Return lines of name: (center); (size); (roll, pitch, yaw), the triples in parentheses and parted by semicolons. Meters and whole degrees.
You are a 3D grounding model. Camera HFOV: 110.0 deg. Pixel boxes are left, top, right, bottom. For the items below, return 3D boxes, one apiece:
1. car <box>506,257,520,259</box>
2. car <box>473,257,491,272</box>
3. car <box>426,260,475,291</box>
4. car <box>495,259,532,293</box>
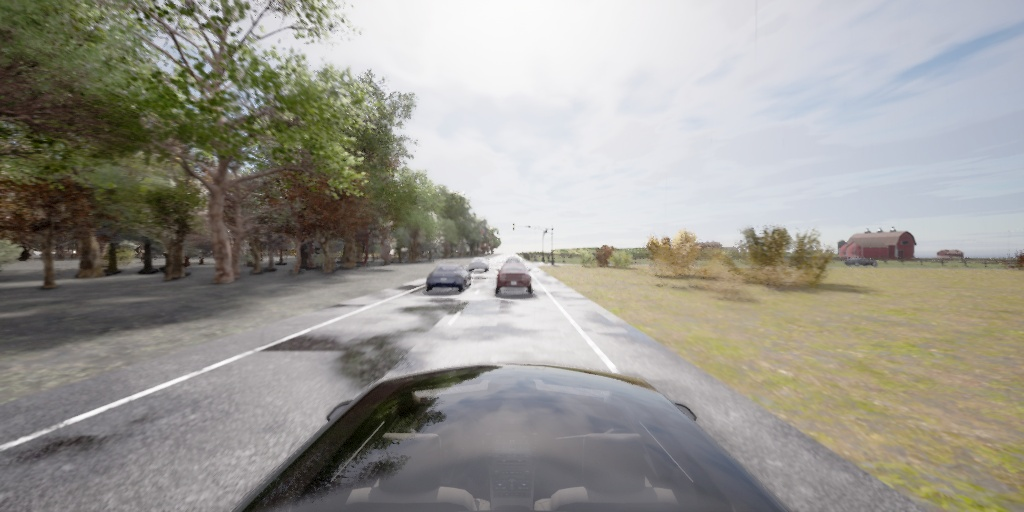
car: (0.100, 0.855, 36.498); (1.837, 1.490, 4.892); (0, 1, 0)
car: (-3.398, 0.864, 37.549); (1.812, 1.442, 4.674); (0, 1, 0)
car: (-3.409, 1.107, 19.883); (1.994, 1.385, 4.181); (0, 1, 0)
car: (0.089, 1.079, 19.033); (1.812, 1.442, 4.674); (0, 0, 0)
